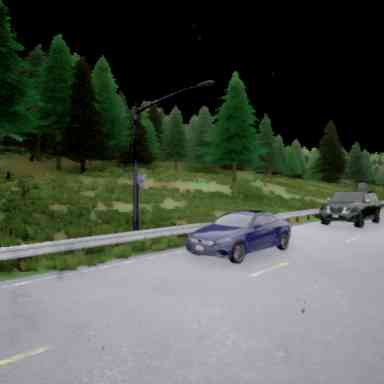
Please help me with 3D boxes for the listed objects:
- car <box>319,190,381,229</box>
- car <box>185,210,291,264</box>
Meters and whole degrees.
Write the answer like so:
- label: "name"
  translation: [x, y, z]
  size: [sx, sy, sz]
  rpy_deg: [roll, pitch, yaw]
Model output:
- label: "car"
  translation: [9.660, 0.930, 20.094]
  size: [2.150, 2.045, 5.566]
  rpy_deg: [2, 2, 43]
- label: "car"
  translation: [1.797, 1.375, 11.575]
  size: [1.812, 1.442, 4.674]
  rpy_deg: [2, 2, 43]
